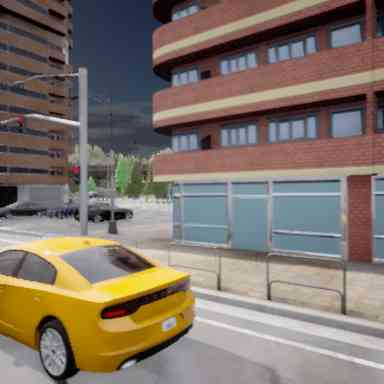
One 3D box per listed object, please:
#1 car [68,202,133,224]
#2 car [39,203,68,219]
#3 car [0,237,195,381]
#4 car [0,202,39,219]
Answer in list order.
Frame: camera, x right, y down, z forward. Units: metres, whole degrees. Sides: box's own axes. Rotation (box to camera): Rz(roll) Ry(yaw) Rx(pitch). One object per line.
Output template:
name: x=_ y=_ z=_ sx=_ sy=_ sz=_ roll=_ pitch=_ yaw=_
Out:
car: x=-6.853 y=1.618 z=26.258 sx=1.882 sy=1.535 sz=5.008 roll=-1 pitch=0 yaw=36
car: x=-11.642 y=1.714 z=31.781 sx=1.812 sy=1.442 sz=4.674 roll=0 pitch=0 yaw=36
car: x=-2.293 y=1.512 z=5.599 sx=5.008 sy=1.535 sz=1.882 roll=0 pitch=0 yaw=36
car: x=-16.199 y=1.717 z=31.464 sx=1.837 sy=1.490 sz=4.892 roll=0 pitch=0 yaw=36
